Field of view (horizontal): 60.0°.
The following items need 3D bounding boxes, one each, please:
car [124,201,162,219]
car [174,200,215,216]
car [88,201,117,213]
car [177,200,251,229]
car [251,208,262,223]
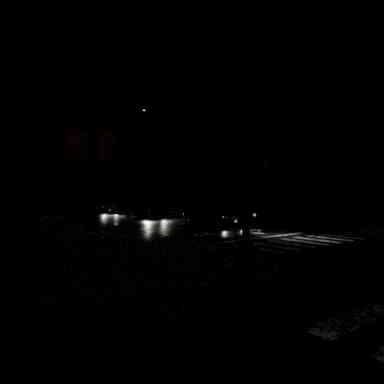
[{"bbox_3d":[-4.550,1.579,30.652,1.882,1.535,5.008,0,0,-35],"label":"car"},{"bbox_3d":[0.213,1.625,35.507,1.837,1.490,4.892,0,0,-36],"label":"car"},{"bbox_3d":[-10.451,1.741,38.888,1.895,1.301,4.718,0,0,-36],"label":"car"},{"bbox_3d":[1.272,1.554,22.542,2.128,1.511,4.902,0,0,-36],"label":"car"},{"bbox_3d":[3.342,1.638,25.576,1.994,1.385,4.181,0,0,-36],"label":"car"}]
